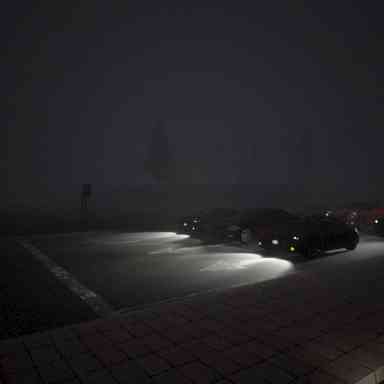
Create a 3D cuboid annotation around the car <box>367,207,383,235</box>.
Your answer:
[{"bbox_3d":[11.673,1.601,17.768,4.718,1.301,1.895,0,0,-35],"label":"car"}]

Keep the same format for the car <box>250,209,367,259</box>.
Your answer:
[{"bbox_3d":[4.517,1.564,12.719,4.181,1.385,1.994,0,0,-35],"label":"car"}]

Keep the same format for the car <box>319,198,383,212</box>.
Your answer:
[{"bbox_3d":[10.533,1.352,21.241,4.553,1.767,2.097,0,0,-35],"label":"car"}]

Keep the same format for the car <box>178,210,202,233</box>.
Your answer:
[{"bbox_3d":[1.264,1.564,18.988,4.181,1.385,1.994,0,0,-35],"label":"car"}]

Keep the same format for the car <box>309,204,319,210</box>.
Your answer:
[{"bbox_3d":[9.198,1.564,24.567,4.181,1.385,1.994,0,0,-36],"label":"car"}]

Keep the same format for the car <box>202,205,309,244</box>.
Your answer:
[{"bbox_3d":[3.146,1.478,16.033,5.008,1.535,1.882,0,0,-35],"label":"car"}]
